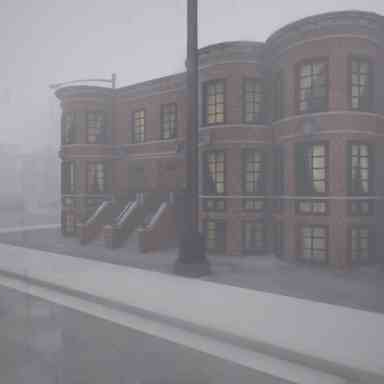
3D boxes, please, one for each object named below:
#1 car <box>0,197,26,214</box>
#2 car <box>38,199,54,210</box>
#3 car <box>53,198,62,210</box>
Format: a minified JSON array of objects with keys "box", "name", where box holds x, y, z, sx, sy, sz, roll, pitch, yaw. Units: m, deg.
[{"box":[-19.473,1.352,33.762,2.097,1.767,4.553,0,0,35],"name":"car"},{"box":[-17.260,1.478,42.899,1.882,1.535,5.008,0,0,35],"name":"car"},{"box":[-14.194,1.601,41.171,1.895,1.301,4.718,0,0,36],"name":"car"}]
